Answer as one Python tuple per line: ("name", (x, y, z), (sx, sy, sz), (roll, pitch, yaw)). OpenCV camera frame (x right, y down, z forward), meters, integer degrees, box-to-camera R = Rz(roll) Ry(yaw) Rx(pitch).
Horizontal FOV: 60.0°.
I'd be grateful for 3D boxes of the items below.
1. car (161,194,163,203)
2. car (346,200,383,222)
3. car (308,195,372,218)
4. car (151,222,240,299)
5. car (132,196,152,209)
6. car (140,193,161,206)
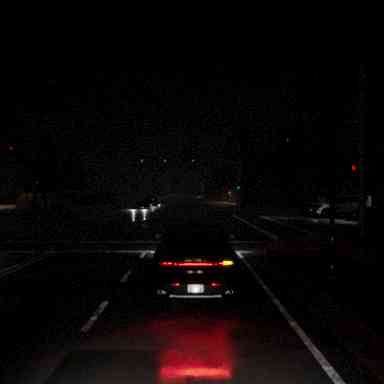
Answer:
("car", (-7.127, 1.341, 67.089), (2.150, 2.045, 5.566), (0, 0, 1))
("car", (15.202, 1.573, 26.439), (4.674, 1.442, 1.812), (0, 0, -1))
("car", (13.427, 1.275, 29.884), (5.566, 2.045, 2.150), (0, 0, -1))
("car", (0.070, 1.520, 8.499), (1.837, 1.490, 4.892), (0, 0, 0))
("car", (-7.163, 1.610, 47.128), (1.812, 1.442, 4.674), (0, 0, 0))
("car", (-7.172, 1.323, 56.885), (2.150, 2.045, 5.566), (0, 0, 0))
